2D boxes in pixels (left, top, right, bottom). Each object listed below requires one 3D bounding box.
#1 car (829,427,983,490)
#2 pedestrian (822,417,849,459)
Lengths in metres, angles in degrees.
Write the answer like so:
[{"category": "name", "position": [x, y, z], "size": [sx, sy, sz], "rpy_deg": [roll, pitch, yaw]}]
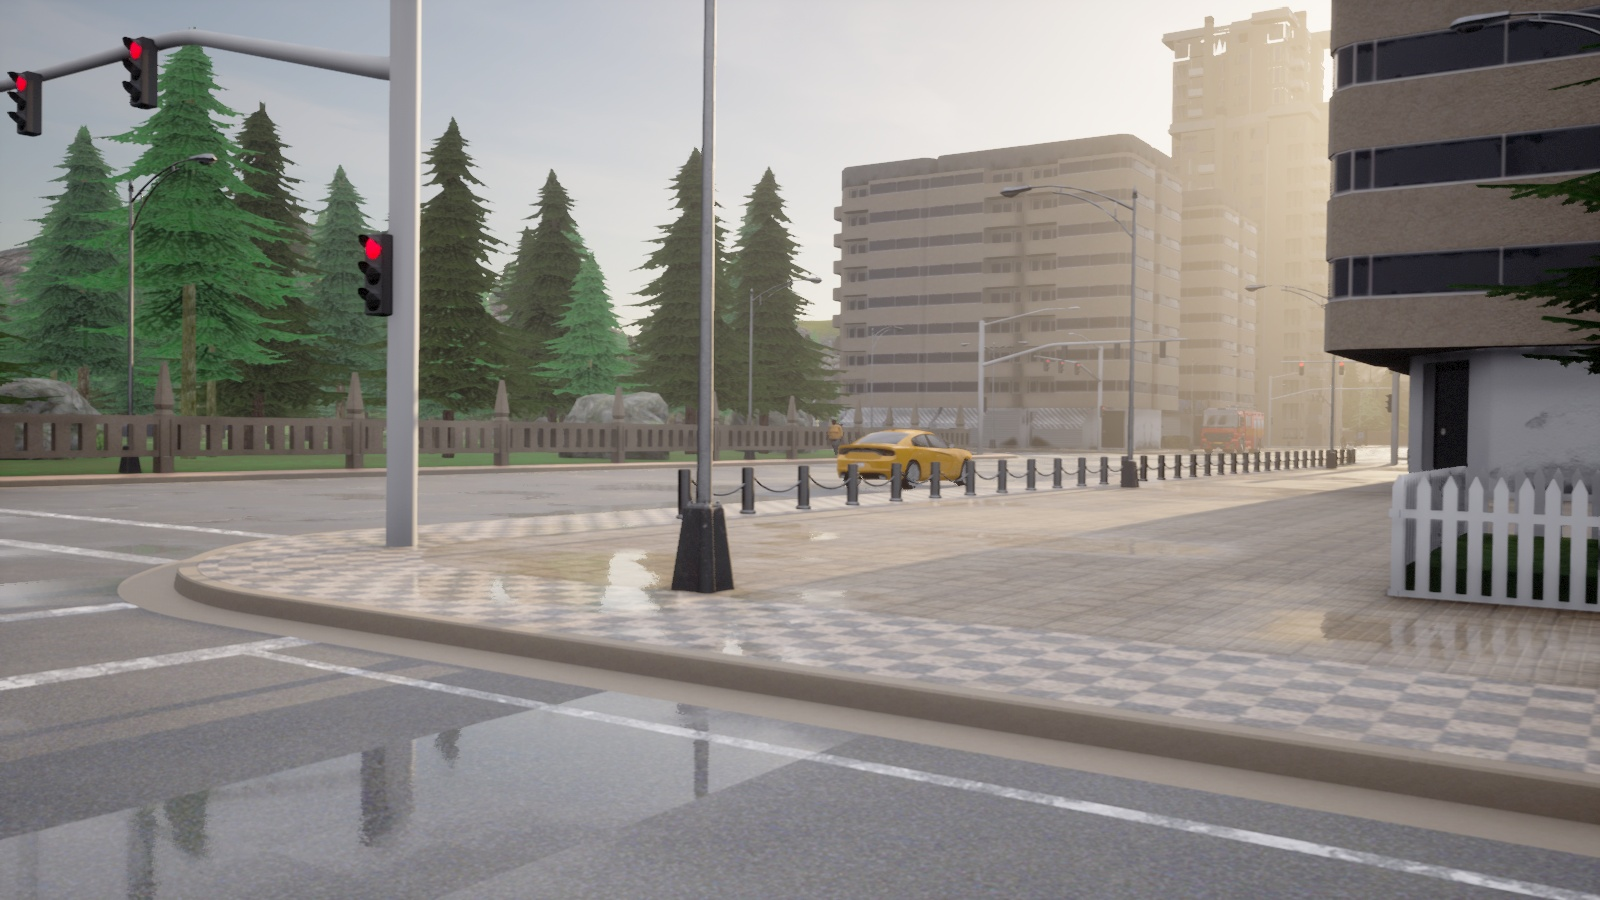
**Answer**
[{"category": "car", "position": [2.905, 0.154, 33.264], "size": [1.882, 1.535, 5.008], "rpy_deg": [0, 1, 34]}, {"category": "pedestrian", "position": [1.595, -0.537, 56.523], "size": [0.874, 1.855, 0.900], "rpy_deg": [0, 1, 33]}]
